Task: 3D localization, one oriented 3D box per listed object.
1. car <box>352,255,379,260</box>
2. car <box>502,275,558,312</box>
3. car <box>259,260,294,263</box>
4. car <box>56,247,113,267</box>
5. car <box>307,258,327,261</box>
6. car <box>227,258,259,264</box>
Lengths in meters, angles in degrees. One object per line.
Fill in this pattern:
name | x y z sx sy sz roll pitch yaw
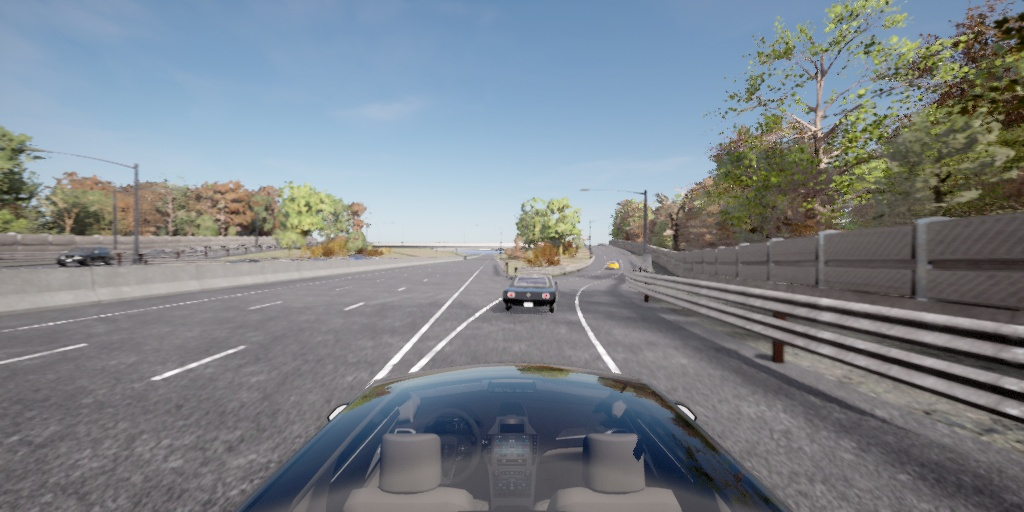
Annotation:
car | -24.356 1.086 59.903 1.837 1.490 4.892 0 0 -3
car | 0.914 1.406 14.629 1.895 1.301 4.718 1 0 9
car | -26.964 1.150 42.249 1.895 1.301 4.718 0 0 -3
car | -44.148 0.041 37.202 2.150 2.045 5.566 0 1 -27
car | -23.513 1.140 43.285 1.994 1.385 4.181 0 0 -3
car | -30.399 1.026 40.798 1.837 1.490 4.892 0 0 -3
